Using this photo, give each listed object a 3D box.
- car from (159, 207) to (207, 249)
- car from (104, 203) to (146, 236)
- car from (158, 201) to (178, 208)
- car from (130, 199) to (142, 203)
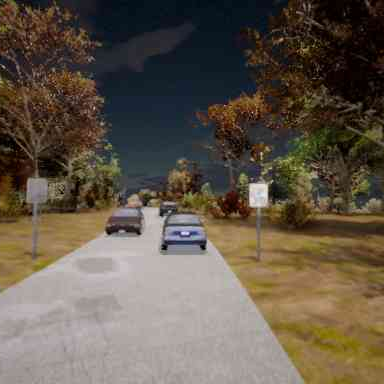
[{"bbox_3d":[-0.413,1.592,14.821,2.033,1.411,5.357,0,0,-4],"label":"car"},{"bbox_3d":[-3.667,1.593,19.136,2.033,1.411,5.357,0,0,-4],"label":"car"},{"bbox_3d":[-2.532,1.740,35.352,1.837,1.490,4.892,1,-1,-8],"label":"car"},{"bbox_3d":[-10.147,2.015,59.950,2.097,1.767,4.553,1,-1,-12],"label":"car"}]
